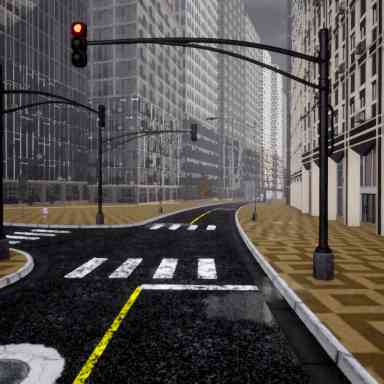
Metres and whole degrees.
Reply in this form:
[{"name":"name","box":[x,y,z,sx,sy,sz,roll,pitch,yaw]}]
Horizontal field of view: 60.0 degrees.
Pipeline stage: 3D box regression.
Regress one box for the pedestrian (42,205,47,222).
[{"name":"pedestrian","box":[-9.295,1.345,21.045,0.500,1.100,0.500,0,0,17]}]
